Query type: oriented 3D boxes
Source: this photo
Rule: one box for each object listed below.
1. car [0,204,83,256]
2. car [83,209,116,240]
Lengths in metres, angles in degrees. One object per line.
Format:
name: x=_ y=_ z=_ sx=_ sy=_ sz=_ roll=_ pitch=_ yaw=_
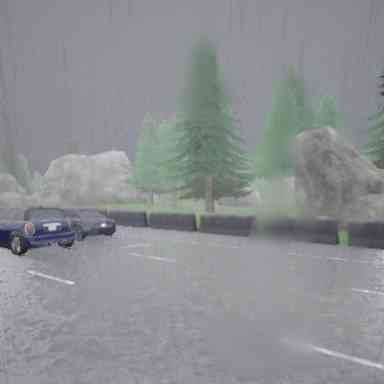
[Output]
car: x=-6.698 y=1.314 z=13.069 sx=4.553 sy=1.767 sz=2.097 roll=0 pitch=0 yaw=36
car: x=-5.769 y=1.528 z=16.705 sx=4.181 sy=1.385 sz=1.994 roll=0 pitch=0 yaw=35
